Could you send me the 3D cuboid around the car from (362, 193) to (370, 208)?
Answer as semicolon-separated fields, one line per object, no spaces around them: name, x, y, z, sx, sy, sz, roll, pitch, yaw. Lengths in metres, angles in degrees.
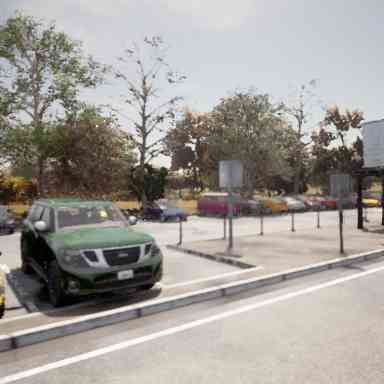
car;18.030;1.171;39.769;2.163;1.488;4.792;-1;0;-36

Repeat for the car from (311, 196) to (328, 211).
car;11.271;1.090;34.906;2.185;1.767;4.553;-1;0;-36

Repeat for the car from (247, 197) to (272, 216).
car;4.534;1.331;30.013;2.002;1.452;4.674;-1;0;-36

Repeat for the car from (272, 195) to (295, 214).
car;6.789;1.265;31.634;2.097;1.535;5.008;-1;0;-36

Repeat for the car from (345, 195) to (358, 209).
car;15.799;1.167;38.120;2.231;1.521;4.892;-1;0;-36

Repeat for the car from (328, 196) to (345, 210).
car;13.540;1.190;36.508;2.097;1.535;5.008;-1;0;-36

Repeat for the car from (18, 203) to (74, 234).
car;-8.999;1.477;20.310;2.163;1.488;4.792;-1;0;-36

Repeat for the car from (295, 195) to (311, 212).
car;9.040;1.280;33.258;2.002;1.452;4.674;-1;0;-36

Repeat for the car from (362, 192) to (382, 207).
car;20.407;1.114;41.215;1.946;1.575;5.366;-1;0;-36

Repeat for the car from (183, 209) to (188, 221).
car;-2.207;1.399;25.128;2.163;1.488;4.792;-1;0;-36

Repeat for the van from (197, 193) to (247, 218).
van;2.210;1.091;28.488;1.878;1.987;4.442;-1;0;-36

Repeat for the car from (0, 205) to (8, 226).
car;-11.237;1.474;18.670;2.231;1.521;4.892;-1;0;-36

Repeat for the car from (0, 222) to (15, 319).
car;-5.053;1.488;6.770;1.946;1.575;5.366;-1;0;-36

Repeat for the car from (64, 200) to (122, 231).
car;-6.621;1.418;21.757;1.946;1.575;5.366;-1;0;-36

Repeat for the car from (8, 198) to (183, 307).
car;-2.871;1.213;8.534;2.435;2.045;5.566;-1;0;-36
